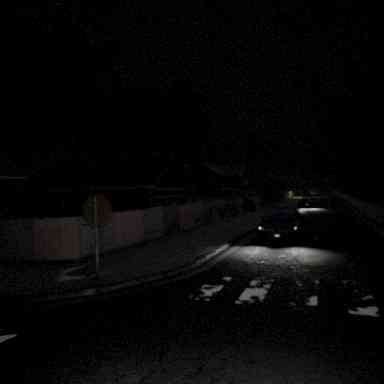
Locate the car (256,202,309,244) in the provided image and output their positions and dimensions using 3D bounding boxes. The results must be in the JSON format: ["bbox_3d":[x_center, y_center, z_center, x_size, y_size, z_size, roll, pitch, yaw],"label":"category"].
[{"bbox_3d":[4.247,1.438,15.505,1.812,1.442,4.674,-2,0,22],"label":"car"}]

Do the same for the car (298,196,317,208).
[{"bbox_3d":[13.512,1.158,38.856,1.994,1.385,4.181,-2,0,22],"label":"car"}]
